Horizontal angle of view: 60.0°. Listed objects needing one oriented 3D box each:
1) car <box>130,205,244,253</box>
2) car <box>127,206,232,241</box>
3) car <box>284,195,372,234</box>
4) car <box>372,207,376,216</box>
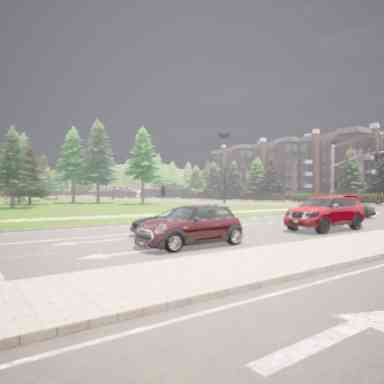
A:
[{"bbox_3d":[-0.054,1.346,13.772,4.553,1.767,2.097,0,0,-35],"label":"car"},{"bbox_3d":[-0.528,1.540,17.738,5.357,1.411,2.033,0,0,-35],"label":"car"},{"bbox_3d":[7.802,1.208,19.356,5.566,2.045,2.150,0,0,-35],"label":"car"},{"bbox_3d":[13.030,1.530,27.293,5.357,1.411,2.033,0,0,-36],"label":"car"}]
